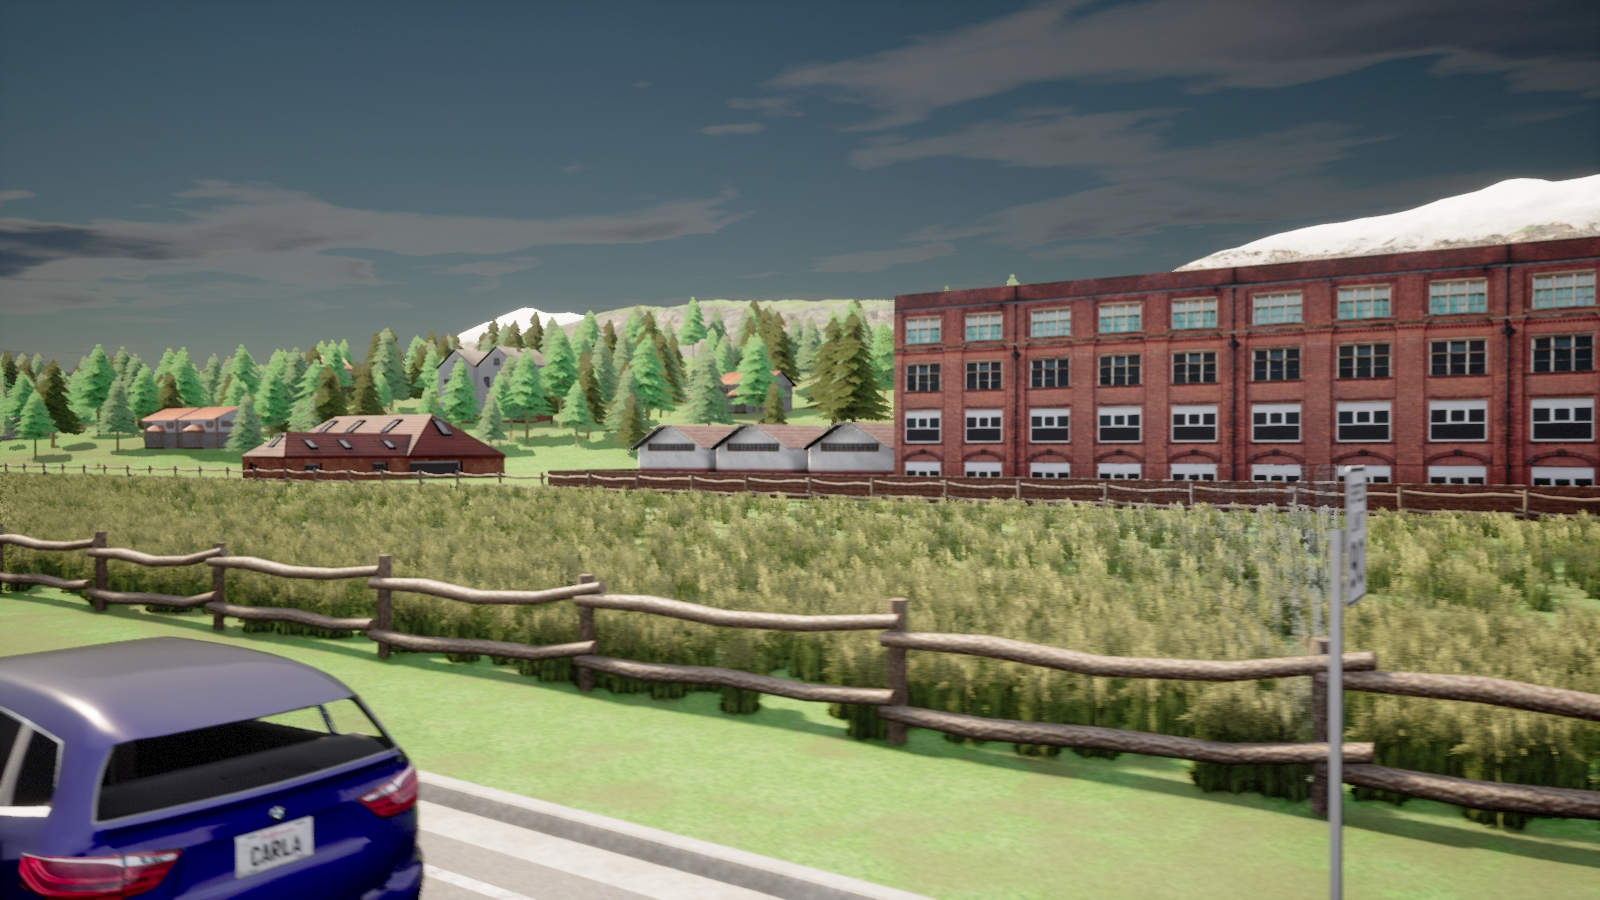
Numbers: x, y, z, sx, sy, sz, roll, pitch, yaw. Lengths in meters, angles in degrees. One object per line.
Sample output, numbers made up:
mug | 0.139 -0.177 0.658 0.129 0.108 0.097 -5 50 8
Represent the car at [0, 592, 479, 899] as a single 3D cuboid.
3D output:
car | -4.329 1.956 6.753 4.611 1.667 2.242 0 0 34
